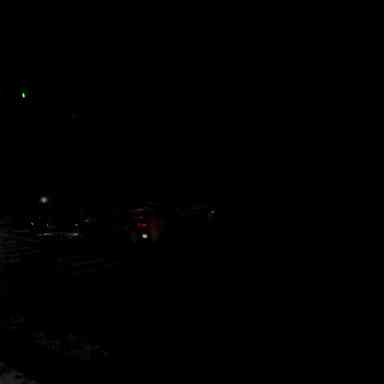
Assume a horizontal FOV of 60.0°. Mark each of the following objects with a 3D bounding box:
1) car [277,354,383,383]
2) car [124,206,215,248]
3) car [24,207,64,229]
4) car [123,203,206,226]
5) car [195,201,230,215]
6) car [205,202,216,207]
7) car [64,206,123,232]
[{"bbox_3d":[2.408,1.545,1.243,4.507,1.381,1.887,0,1,35],"label":"car"},{"bbox_3d":[-0.617,1.684,16.203,2.128,1.511,4.902,1,0,35],"label":"car"},{"bbox_3d":[-8.542,1.652,22.229,1.895,1.301,4.718,1,0,35],"label":"car"},{"bbox_3d":[-1.536,1.662,20.529,2.128,1.511,4.902,1,0,35],"label":"car"},{"bbox_3d":[2.348,1.777,37.596,1.994,1.385,4.181,1,0,36],"label":"car"},{"bbox_3d":[0.023,1.677,28.706,2.128,1.511,4.902,1,0,35],"label":"car"},{"bbox_3d":[-5.328,1.632,21.139,1.812,1.442,4.674,1,0,35],"label":"car"}]
